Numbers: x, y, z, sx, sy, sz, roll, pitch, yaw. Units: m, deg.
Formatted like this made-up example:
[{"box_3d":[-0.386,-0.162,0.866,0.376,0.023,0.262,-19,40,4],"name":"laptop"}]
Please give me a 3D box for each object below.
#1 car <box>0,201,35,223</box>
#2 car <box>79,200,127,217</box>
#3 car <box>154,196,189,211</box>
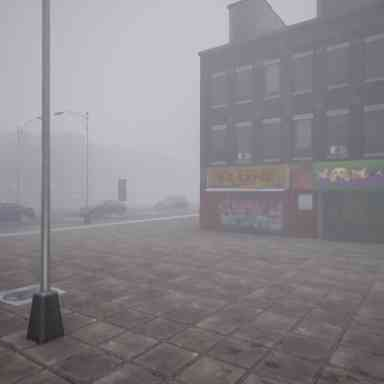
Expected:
[{"box_3d":[-13.391,1.432,22.730,1.882,1.535,5.008,0,0,35],"name":"car"},{"box_3d":[-8.018,1.445,30.378,1.812,1.442,4.674,0,0,35],"name":"car"},{"box_3d":[-2.289,1.235,38.520,2.097,1.767,4.553,0,0,35],"name":"car"}]
